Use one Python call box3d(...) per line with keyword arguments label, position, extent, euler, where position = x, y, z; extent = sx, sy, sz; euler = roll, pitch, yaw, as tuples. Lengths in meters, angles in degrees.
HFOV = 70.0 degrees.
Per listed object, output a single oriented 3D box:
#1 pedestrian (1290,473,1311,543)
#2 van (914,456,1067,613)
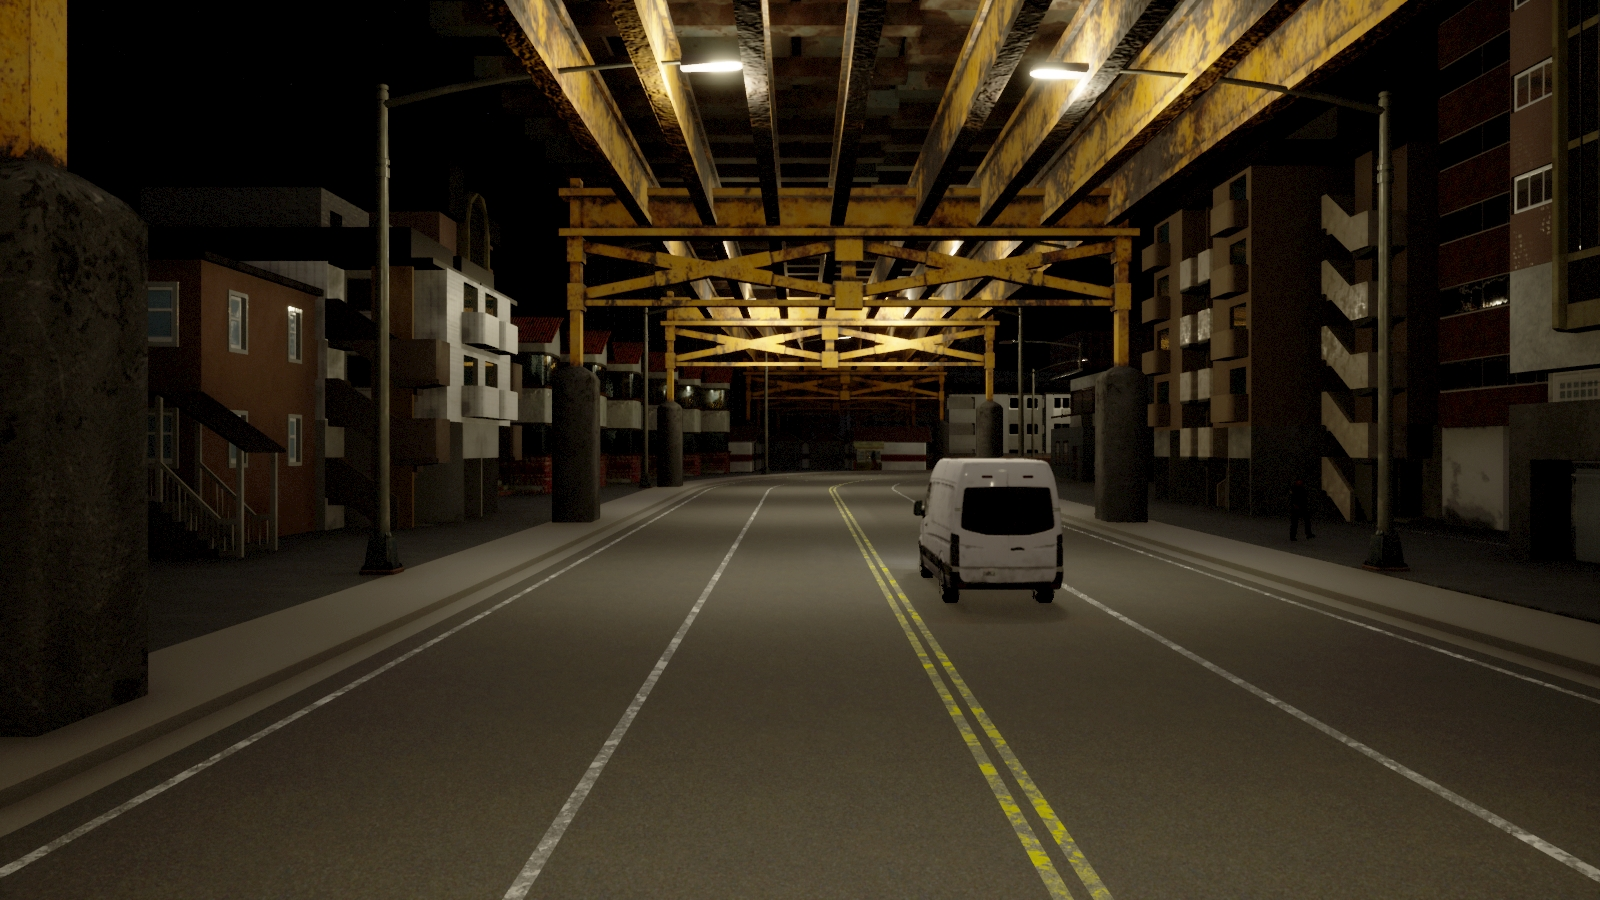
box3d(label="pedestrian", position=(13.515, 1.566, 30.864), extent=(0.375, 1.860, 0.375), euler=(0, 0, -10))
box3d(label="van", position=(3.509, 1.435, 22.231), extent=(1.988, 2.561, 5.915), euler=(0, 1, 0))
